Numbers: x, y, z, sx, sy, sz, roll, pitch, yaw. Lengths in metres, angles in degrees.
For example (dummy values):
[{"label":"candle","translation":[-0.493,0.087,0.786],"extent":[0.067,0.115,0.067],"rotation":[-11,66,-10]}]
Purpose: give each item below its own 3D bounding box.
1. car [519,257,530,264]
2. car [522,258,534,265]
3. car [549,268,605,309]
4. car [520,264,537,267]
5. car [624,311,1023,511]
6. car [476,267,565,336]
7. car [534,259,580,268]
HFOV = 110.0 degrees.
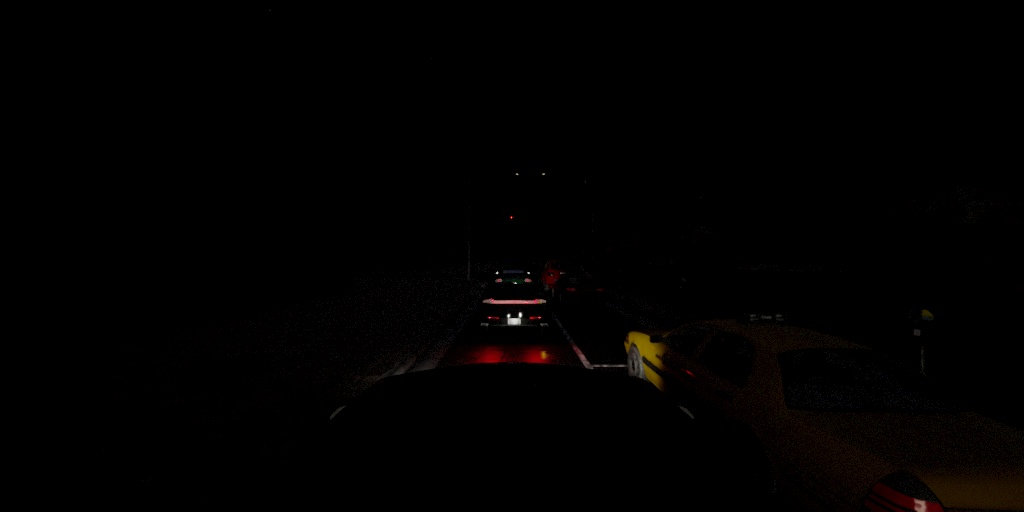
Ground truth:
[{"label":"car","translation":[2.721,1.378,62.960],"extent":[1.888,1.381,4.507],"rotation":[0,0,0]},{"label":"car","translation":[2.699,1.338,46.648],"extent":[1.888,1.381,4.507],"rotation":[0,0,0]},{"label":"car","translation":[2.656,1.333,14.770],"extent":[1.802,1.307,4.207],"rotation":[0,0,0]},{"label":"car","translation":[0.053,1.318,19.337],"extent":[1.994,1.385,4.181],"rotation":[0,0,-1]},{"label":"car","translation":[2.642,1.275,4.042],"extent":[1.751,1.417,4.829],"rotation":[0,0,0]},{"label":"car","translation":[0.077,1.241,10.393],"extent":[2.128,1.511,4.902],"rotation":[0,0,1]},{"label":"car","translation":[2.663,1.069,20.219],"extent":[2.192,1.841,5.009],"rotation":[0,0,0]}]
